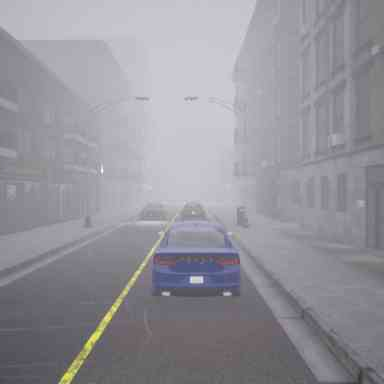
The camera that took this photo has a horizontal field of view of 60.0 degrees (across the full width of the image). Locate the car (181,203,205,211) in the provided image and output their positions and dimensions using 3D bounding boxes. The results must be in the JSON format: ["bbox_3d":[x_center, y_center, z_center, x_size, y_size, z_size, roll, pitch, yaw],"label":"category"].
[{"bbox_3d":[0.092,1.560,27.592,1.994,1.385,4.181,0,0,0],"label":"car"}]

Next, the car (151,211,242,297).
[{"bbox_3d":[0.096,1.477,8.637,1.882,1.535,5.008,0,0,0],"label":"car"}]

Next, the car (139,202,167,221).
[{"bbox_3d":[-3.104,1.560,27.435,1.994,1.385,4.181,0,0,0],"label":"car"}]
